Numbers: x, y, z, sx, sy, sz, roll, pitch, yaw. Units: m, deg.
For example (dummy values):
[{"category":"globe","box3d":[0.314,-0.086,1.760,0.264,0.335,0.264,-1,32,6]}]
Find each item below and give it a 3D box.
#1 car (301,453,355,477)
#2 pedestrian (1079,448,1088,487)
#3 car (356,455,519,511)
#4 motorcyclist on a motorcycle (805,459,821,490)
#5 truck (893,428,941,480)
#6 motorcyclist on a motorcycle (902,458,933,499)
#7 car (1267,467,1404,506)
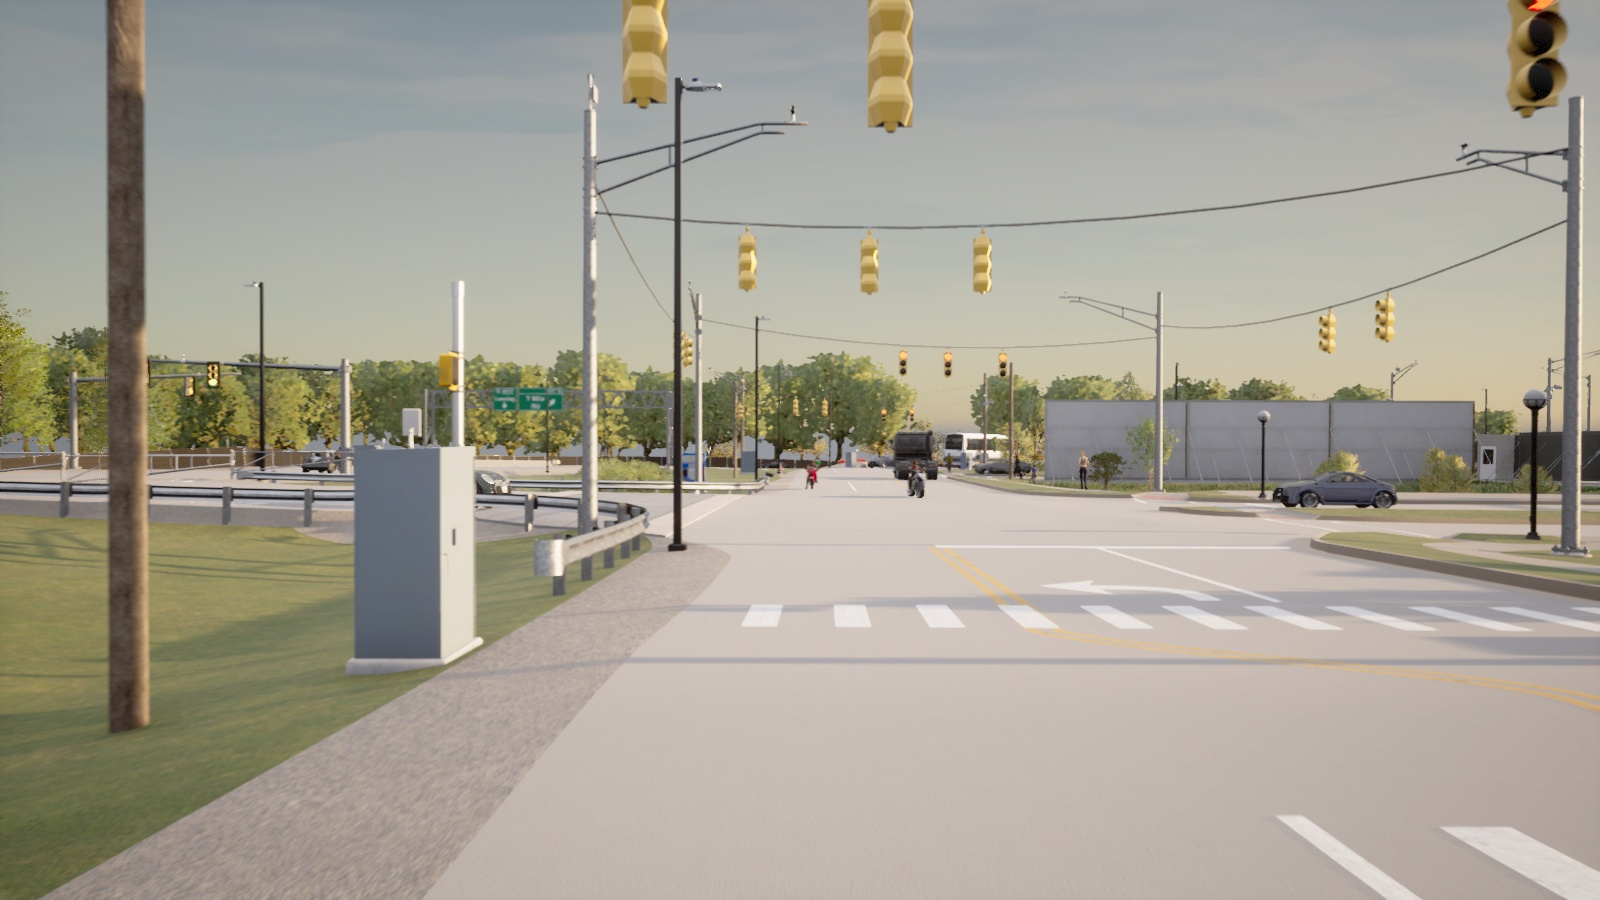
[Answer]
[{"category":"car","box3d":[-30.158,0.955,80.352,1.970,1.475,3.806,0,-1,1]},{"category":"pedestrian","box3d":[13.438,0.829,59.534,0.345,1.836,0.594,0,1,2]},{"category":"car","box3d":[-9.847,0.899,34.280,3.806,1.475,1.970,0,-1,5]},{"category":"motorcyclist on a motorcycle","box3d":[0.664,1.250,64.218,0.797,1.523,2.044,0,0,1]},{"category":"truck","box3d":[8.223,0.268,89.220,2.891,3.462,7.936,0,0,2]},{"category":"motorcyclist on a motorcycle","box3d":[4.918,1.170,52.743,0.766,1.649,2.350,0,0,-8]},{"category":"car","box3d":[19.548,1.315,45.998,4.181,1.385,1.994,0,0,1]}]
